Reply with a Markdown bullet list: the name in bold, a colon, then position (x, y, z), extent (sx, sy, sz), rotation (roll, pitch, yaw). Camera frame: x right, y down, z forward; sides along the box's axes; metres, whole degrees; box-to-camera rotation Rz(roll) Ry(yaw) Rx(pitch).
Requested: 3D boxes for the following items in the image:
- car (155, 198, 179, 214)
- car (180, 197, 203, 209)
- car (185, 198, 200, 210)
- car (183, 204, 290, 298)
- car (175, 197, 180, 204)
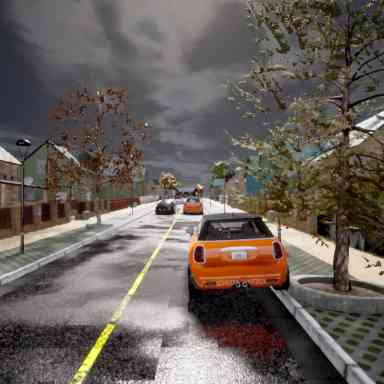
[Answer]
- **car**: position (-2.791, 1.624, 35.379), extent (1.994, 1.385, 4.181), rotation (0, 0, 0)
- **car**: position (0.132, 1.414, 36.159), extent (2.097, 1.767, 4.553), rotation (0, 0, 0)
- **car**: position (0.097, 1.636, 45.940), extent (2.033, 1.411, 5.357), rotation (0, 0, 1)
- **car**: position (0.936, 1.311, 8.727), extent (2.097, 1.767, 4.553), rotation (-3, -1, 0)
- **car**: position (-2.645, 1.676, 63.561), extent (1.812, 1.442, 4.674), rotation (0, 0, 0)
